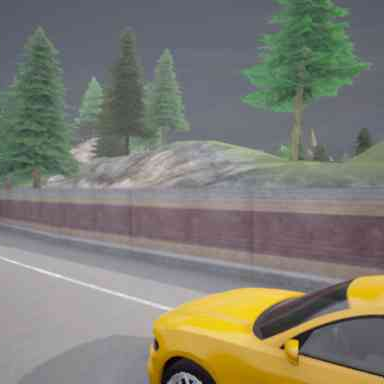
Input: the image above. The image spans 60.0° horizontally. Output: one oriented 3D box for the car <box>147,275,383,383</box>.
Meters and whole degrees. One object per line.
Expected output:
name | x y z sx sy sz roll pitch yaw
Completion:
car | 1.826 1.489 2.783 5.008 1.535 1.882 0 0 36
